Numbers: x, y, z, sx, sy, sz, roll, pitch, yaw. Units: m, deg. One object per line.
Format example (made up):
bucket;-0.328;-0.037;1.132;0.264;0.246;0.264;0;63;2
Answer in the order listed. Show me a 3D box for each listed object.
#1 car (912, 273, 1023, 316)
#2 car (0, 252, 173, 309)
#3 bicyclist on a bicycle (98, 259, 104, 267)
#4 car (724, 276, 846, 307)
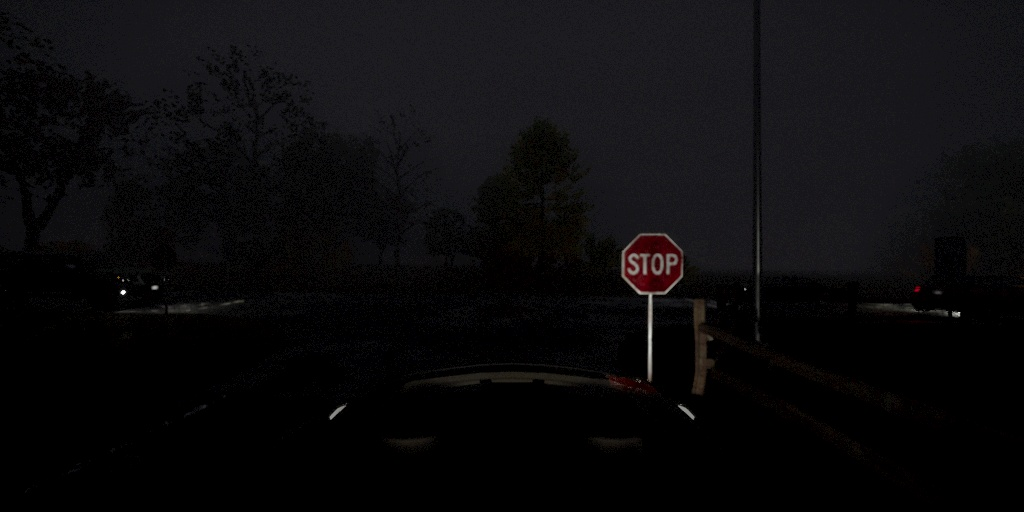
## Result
car;18.934;1.490;14.162;4.553;1.767;2.097;1;1;0
car;-16.706;0.860;14.010;5.566;2.045;2.150;0;1;0
bicyclist on a bicycle;-22.715;0.973;19.973;0.582;1.620;1.656;1;0;0
car;12.783;1.624;17.098;4.718;1.301;1.895;1;1;0
